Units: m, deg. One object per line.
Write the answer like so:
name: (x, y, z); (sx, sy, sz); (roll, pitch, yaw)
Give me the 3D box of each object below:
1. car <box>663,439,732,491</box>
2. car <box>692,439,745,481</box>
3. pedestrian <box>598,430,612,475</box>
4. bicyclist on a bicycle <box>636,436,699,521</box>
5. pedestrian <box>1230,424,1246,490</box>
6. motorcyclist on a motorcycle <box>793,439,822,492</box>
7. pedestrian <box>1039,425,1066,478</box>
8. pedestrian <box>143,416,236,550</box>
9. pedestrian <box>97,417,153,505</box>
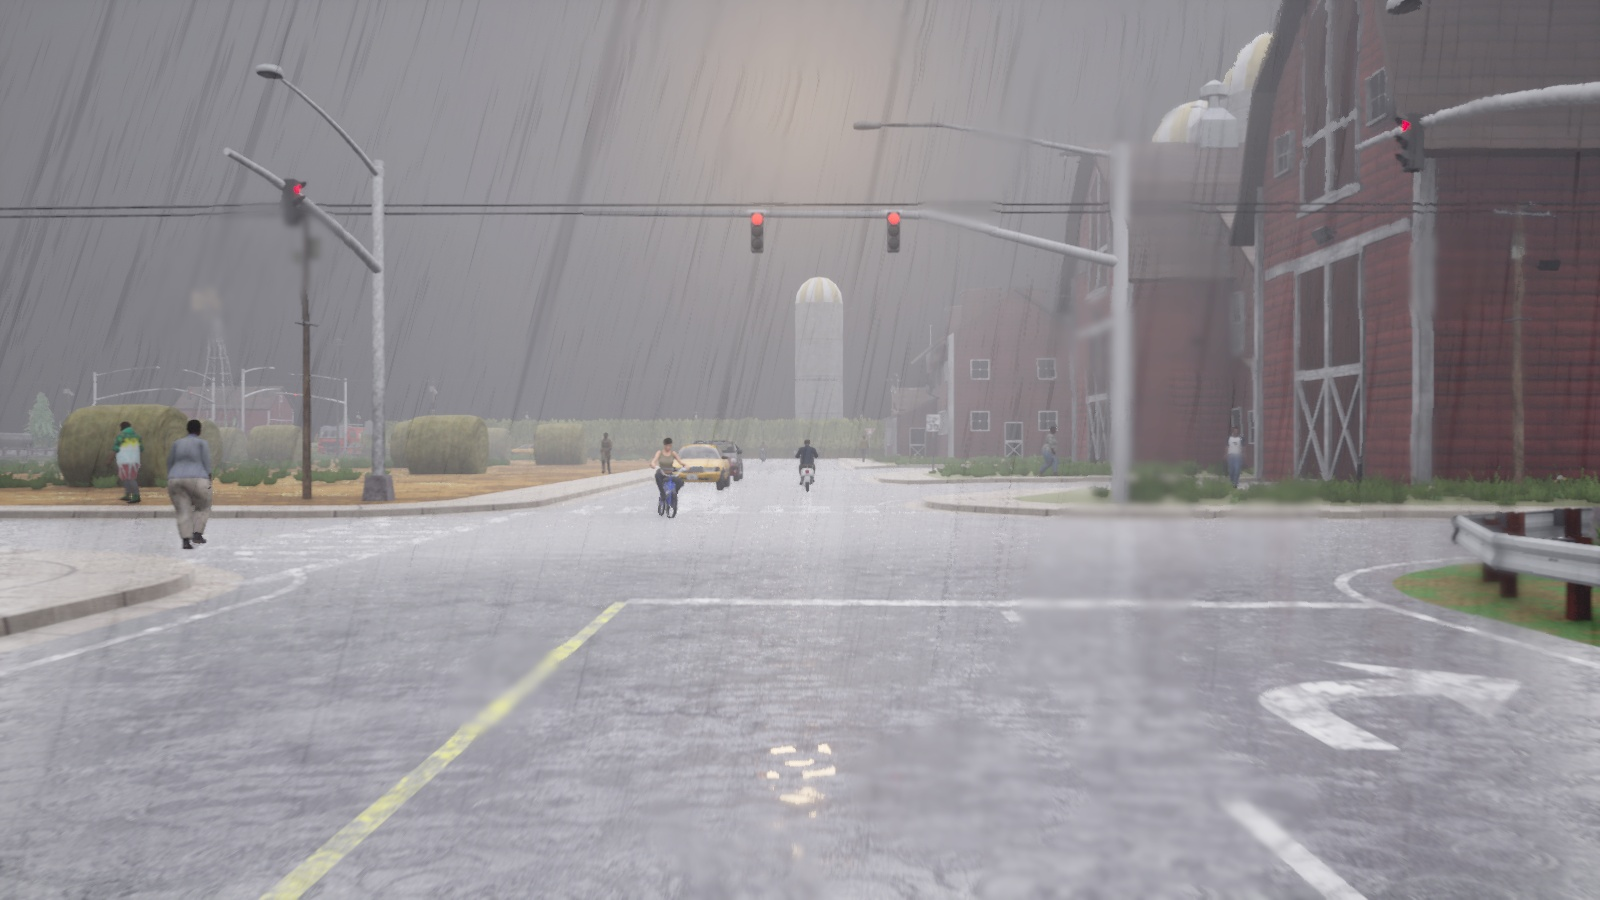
car: (-3.260, 0.449, 40.806); (1.801, 1.575, 5.366); (0, 0, 0)
car: (-3.208, 0.358, 50.174); (1.851, 1.617, 3.988); (0, 0, 0)
pedestrian: (-8.294, 0.097, 53.462); (0.396, 1.930, 0.692); (0, 0, 7)
bicyclist on a bicycle: (-2.650, 0.548, 24.972); (0.866, 1.612, 1.509); (2, 0, -19)
pedestrian: (12.441, 0.198, 35.700); (0.354, 1.836, 0.706); (0, 0, 13)
motorcyclist on a motorcycle: (0.228, 0.461, 38.674); (0.866, 1.590, 1.817); (0, 0, 0)
pedestrian: (8.836, 0.043, 43.980); (0.900, 1.855, 0.874); (0, 0, 13)
pedestrian: (-8.615, 0.454, 17.764); (0.874, 1.855, 0.900); (0, 0, 1)
pedestrian: (-15.119, 0.236, 28.139); (0.873, 1.952, 0.659); (0, 0, 14)
